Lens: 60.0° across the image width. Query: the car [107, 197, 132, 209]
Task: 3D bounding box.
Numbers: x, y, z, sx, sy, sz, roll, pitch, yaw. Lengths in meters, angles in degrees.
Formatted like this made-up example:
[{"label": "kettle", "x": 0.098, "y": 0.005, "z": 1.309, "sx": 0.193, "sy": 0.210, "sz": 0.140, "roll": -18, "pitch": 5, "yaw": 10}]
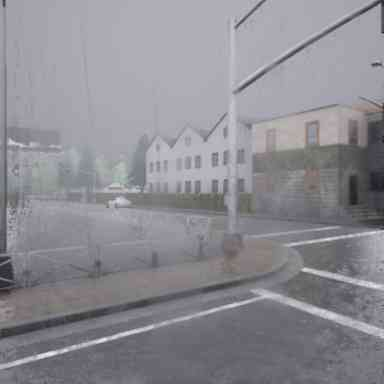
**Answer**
[{"label": "car", "x": -9.190, "y": 1.366, "z": 41.903, "sx": 1.812, "sy": 1.442, "sz": 4.674, "roll": 0, "pitch": 0, "yaw": -35}]
